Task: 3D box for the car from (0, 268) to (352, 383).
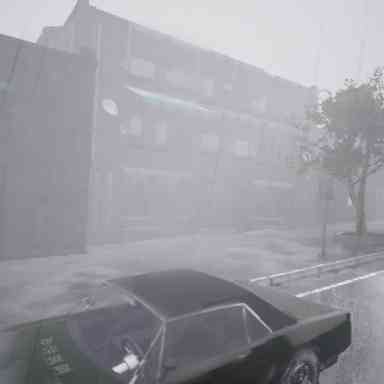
[{"bbox_3d":[-0.502,1.602,3.323,4.718,1.301,1.895,0,0,-35],"label":"car"}]
